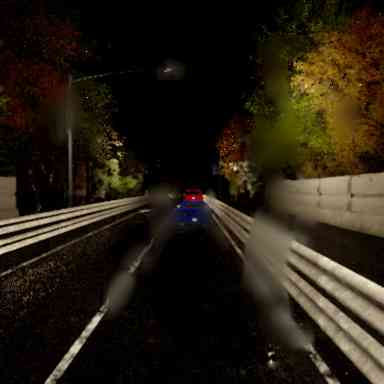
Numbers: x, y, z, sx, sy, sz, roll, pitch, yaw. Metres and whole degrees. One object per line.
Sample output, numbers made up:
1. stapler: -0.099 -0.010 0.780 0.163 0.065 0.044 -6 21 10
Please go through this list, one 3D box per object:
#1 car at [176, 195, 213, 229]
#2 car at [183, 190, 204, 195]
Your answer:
1. car: 0.133 1.193 19.105 1.882 1.535 5.008 0 1 0
2. car: 0.161 0.763 38.530 2.150 2.045 5.566 0 1 0
